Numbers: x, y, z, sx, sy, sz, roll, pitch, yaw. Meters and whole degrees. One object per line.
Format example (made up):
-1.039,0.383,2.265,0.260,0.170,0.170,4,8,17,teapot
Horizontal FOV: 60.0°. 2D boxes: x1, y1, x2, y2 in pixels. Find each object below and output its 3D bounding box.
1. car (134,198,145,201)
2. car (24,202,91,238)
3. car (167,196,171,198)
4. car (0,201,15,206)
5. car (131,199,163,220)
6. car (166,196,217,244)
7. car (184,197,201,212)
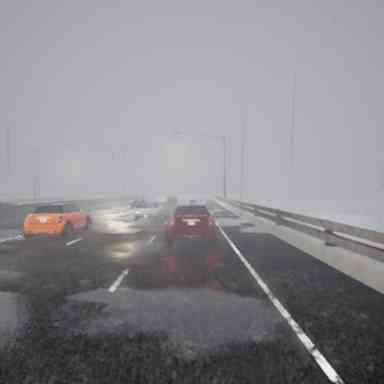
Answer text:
-6.803,1.474,43.886,1.994,1.385,4.181,-1,0,1,car
-7.012,1.355,17.829,2.097,1.767,4.553,-1,0,0,car
-3.130,1.340,53.430,1.837,1.490,4.892,-1,0,1,car
-17.652,1.592,30.040,1.837,1.490,4.892,-1,0,1,car
-3.486,1.525,27.270,1.895,1.301,4.718,-1,0,0,car
-0.020,1.279,15.635,2.097,1.767,4.553,-1,0,0,car
0.108,1.371,37.360,1.812,1.442,4.674,-1,0,1,car
